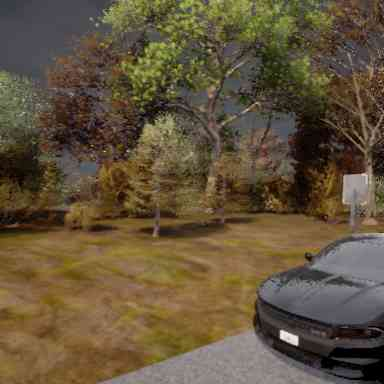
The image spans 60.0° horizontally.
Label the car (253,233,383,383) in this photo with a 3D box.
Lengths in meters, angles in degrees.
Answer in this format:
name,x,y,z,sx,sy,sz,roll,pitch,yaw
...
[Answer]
name,x,y,z,sx,sy,sz,roll,pitch,yaw
car,3.147,1.460,5.474,5.008,1.535,1.882,0,1,-37
